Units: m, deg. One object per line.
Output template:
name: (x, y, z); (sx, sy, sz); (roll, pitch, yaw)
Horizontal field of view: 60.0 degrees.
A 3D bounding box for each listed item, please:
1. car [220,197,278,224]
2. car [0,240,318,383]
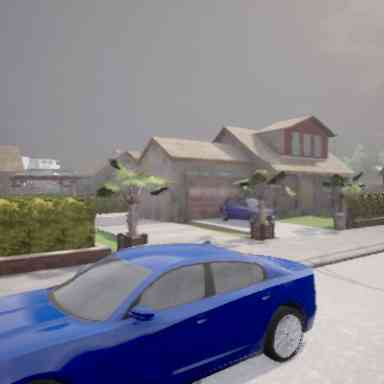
car: (3.399, 1.073, 19.876); (1.845, 1.501, 3.633); (-1, 0, -38)
car: (-0.456, 1.463, 4.275); (5.008, 1.535, 1.882); (0, 0, -35)
